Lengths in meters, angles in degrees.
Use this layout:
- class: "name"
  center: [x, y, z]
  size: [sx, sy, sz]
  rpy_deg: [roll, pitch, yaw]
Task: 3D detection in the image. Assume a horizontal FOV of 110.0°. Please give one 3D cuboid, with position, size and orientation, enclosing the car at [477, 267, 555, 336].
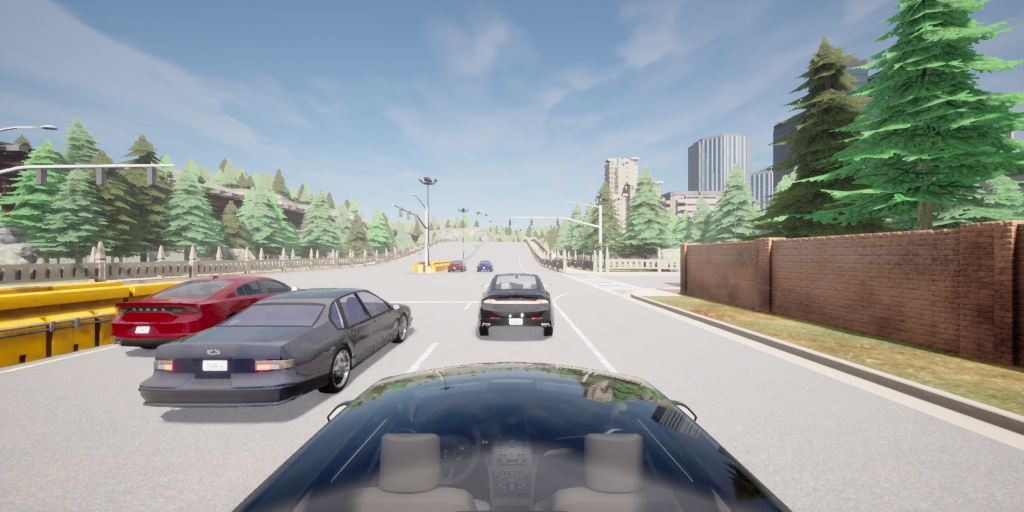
- class: "car"
  center: [0.130, 1.242, 10.353]
  size: [2.128, 1.511, 4.902]
  rpy_deg: [0, 0, 1]

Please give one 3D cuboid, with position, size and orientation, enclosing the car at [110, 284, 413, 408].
- class: "car"
  center: [-3.398, 1.297, 6.607]
  size: [2.033, 1.411, 5.357]
  rpy_deg: [0, 0, 0]

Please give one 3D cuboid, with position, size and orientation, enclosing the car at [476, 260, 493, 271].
- class: "car"
  center: [-3.391, 1.276, 45.704]
  size: [1.812, 1.442, 4.674]
  rpy_deg: [0, 0, 0]

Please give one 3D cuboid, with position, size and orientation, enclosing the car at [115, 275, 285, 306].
- class: "car"
  center: [-6.898, 1.228, 9.171]
  size: [1.882, 1.535, 5.008]
  rpy_deg: [0, 0, 0]

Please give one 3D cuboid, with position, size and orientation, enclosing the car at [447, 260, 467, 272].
- class: "car"
  center: [-6.887, 1.276, 45.298]
  size: [1.812, 1.442, 4.674]
  rpy_deg: [0, 0, 0]
